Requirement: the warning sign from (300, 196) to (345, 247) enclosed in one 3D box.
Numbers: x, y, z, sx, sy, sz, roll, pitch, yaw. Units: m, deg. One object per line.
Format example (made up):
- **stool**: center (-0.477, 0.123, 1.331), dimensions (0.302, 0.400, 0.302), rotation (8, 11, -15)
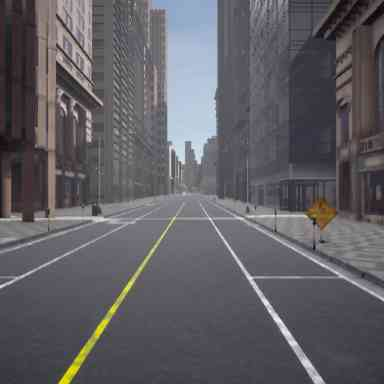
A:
- **warning sign**: center (5.059, 1.114, 13.002), dimensions (1.300, 1.860, 1.060), rotation (-1, -1, 0)
